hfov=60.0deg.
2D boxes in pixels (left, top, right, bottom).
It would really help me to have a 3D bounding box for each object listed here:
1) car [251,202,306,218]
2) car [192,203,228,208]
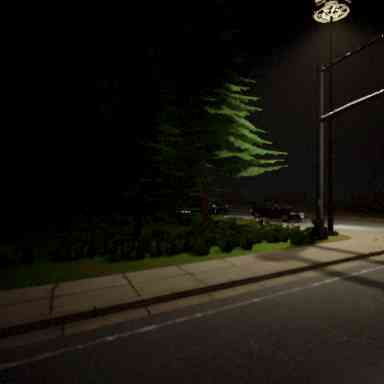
[{"bbox_3d":[6.956,1.604,27.154,2.128,1.511,4.902,0,0,-35],"label":"car"},{"bbox_3d":[1.813,1.466,34.636,2.097,1.767,4.553,0,0,-34],"label":"car"}]
